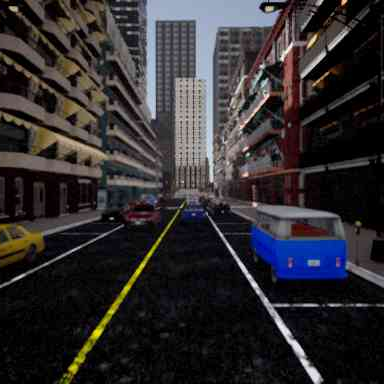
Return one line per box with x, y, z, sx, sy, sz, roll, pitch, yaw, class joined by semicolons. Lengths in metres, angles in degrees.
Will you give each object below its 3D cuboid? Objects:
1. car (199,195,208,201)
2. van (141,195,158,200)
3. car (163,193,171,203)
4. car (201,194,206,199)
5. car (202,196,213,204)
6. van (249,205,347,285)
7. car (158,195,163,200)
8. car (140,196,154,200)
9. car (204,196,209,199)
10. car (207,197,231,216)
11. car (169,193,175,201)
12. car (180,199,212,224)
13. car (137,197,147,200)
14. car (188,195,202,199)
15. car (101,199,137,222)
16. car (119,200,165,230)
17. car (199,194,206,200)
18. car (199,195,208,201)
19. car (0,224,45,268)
2.676;1.376;75.450;1.887;1.381;4.507;-1;0;0;car
-5.704;1.240;42.322;1.690;1.788;3.998;-1;0;0;van
-5.704;1.418;64.416;1.947;1.339;4.313;-1;0;0;car
2.678;1.426;53.357;2.008;1.369;4.403;-1;0;0;car
2.677;1.389;59.050;1.752;1.417;4.829;-1;0;0;car
2.680;1.318;9.169;1.690;1.788;3.998;-1;0;0;van
-5.704;1.327;47.845;1.967;1.590;4.097;-1;0;0;car
-5.702;1.456;36.799;1.887;1.381;4.507;0;0;0;car
2.679;1.462;36.786;2.008;1.369;4.403;-1;0;0;car
2.680;1.475;31.262;2.008;1.369;4.403;-1;0;0;car
-5.708;1.146;75.462;2.192;1.841;5.009;-1;0;0;car
0.097;1.489;23.865;2.033;1.411;5.357;0;0;0;car
-5.701;1.469;31.275;1.887;1.381;4.507;0;0;0;car
0.097;1.490;46.759;1.895;1.301;4.718;0;0;0;car
-5.700;1.503;25.751;1.947;1.339;4.313;0;0;0;car
-3.005;1.476;20.959;1.812;1.442;4.674;0;0;0;car
2.675;1.335;86.666;1.752;1.417;4.829;-1;0;0;car
2.675;1.371;80.973;2.008;1.369;4.403;-1;0;0;car
-5.699;1.503;9.011;1.752;1.417;4.829;0;0;0;car
